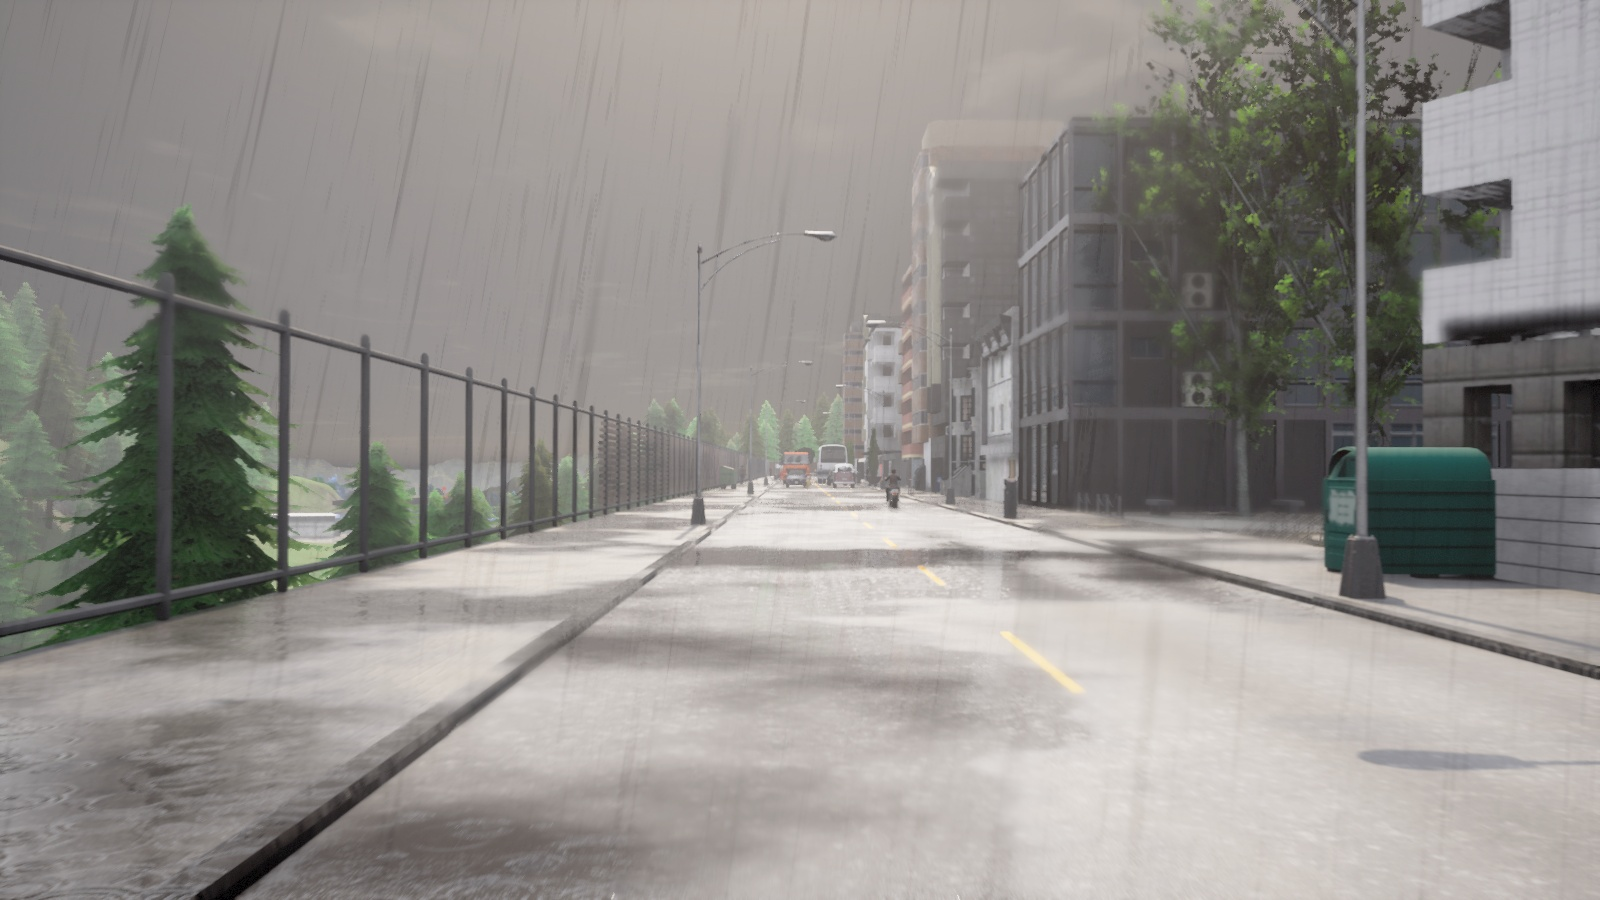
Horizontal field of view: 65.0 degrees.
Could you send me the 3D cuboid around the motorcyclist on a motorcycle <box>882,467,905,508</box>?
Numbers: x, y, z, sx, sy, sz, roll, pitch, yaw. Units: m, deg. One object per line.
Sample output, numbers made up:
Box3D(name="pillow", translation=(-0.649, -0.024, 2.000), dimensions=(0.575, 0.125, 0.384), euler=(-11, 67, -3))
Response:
Box3D(name="motorcyclist on a motorcycle", translation=(3.856, 1.552, 52.147), dimensions=(0.766, 1.649, 2.350), euler=(0, -1, 0))
